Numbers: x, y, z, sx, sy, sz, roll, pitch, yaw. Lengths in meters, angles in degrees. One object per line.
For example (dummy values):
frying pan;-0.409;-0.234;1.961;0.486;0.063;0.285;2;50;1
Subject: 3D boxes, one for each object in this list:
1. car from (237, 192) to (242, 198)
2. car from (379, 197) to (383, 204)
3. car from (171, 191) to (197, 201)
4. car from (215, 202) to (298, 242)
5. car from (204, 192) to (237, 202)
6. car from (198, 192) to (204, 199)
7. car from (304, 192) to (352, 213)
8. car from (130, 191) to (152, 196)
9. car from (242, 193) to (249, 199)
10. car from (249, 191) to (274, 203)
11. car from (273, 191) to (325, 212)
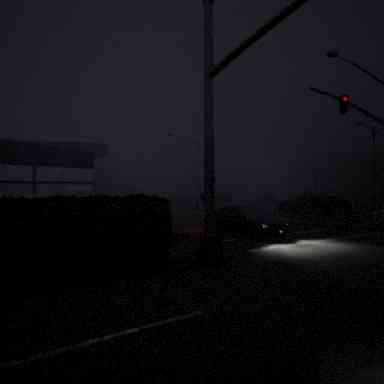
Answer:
car;10.236;0.693;78.289;3.806;1.475;1.970;-1;0;-35
car;26.234;0.918;43.454;3.806;1.475;1.970;-1;0;-35
car;-1.877;0.729;65.835;4.605;1.855;1.932;-1;0;-35
car;2.471;1.413;16.074;1.812;1.442;4.674;-1;0;-35
car;4.671;0.939;55.215;4.514;1.523;2.007;-1;0;-35
car;2.360;0.829;77.258;4.514;1.523;2.007;-1;0;-35
car;12.683;1.060;30.349;4.514;1.523;2.007;-1;0;-35
car;-8.806;1.078;60.952;3.806;1.475;1.970;-1;0;-35
car;14.174;0.611;73.211;5.027;1.636;2.152;-1;0;-35
car;10.356;0.962;46.997;3.633;1.501;1.845;-1;0;-35
car;10.844;1.051;32.891;5.027;1.636;2.152;-1;0;-35
